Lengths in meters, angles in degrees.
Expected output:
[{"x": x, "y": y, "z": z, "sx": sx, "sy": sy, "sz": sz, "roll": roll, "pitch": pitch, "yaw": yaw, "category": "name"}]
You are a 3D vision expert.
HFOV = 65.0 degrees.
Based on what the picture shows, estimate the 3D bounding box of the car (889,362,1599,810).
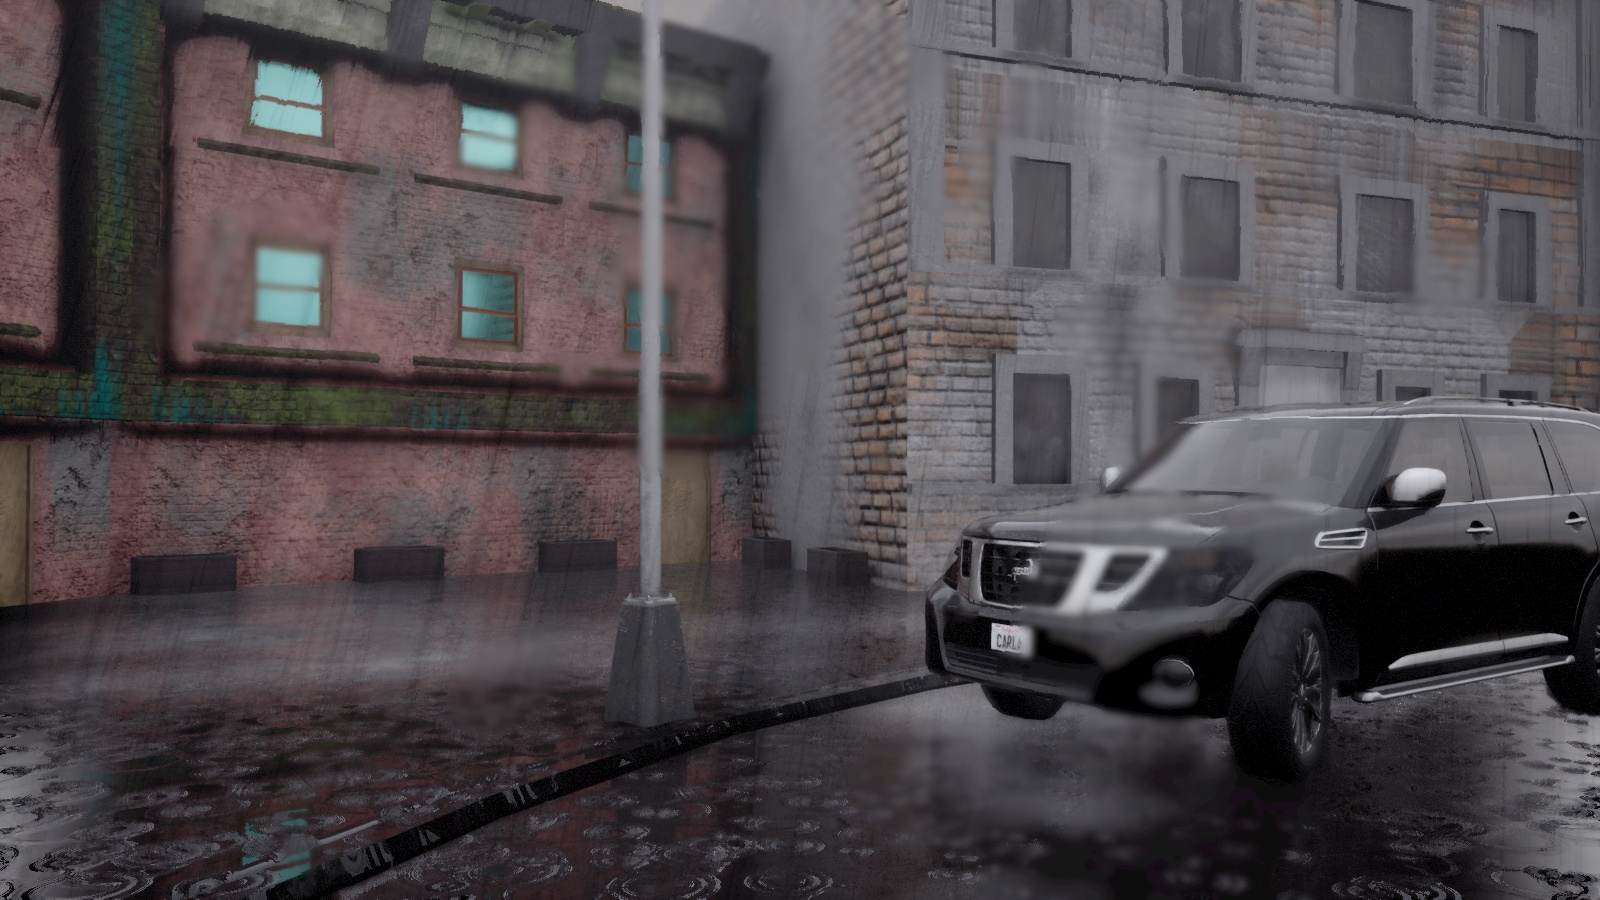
[{"x": 3.458, "y": 0.651, "z": 8.169, "sx": 5.566, "sy": 2.045, "sz": 2.150, "roll": 0, "pitch": -1, "yaw": -33, "category": "car"}]
